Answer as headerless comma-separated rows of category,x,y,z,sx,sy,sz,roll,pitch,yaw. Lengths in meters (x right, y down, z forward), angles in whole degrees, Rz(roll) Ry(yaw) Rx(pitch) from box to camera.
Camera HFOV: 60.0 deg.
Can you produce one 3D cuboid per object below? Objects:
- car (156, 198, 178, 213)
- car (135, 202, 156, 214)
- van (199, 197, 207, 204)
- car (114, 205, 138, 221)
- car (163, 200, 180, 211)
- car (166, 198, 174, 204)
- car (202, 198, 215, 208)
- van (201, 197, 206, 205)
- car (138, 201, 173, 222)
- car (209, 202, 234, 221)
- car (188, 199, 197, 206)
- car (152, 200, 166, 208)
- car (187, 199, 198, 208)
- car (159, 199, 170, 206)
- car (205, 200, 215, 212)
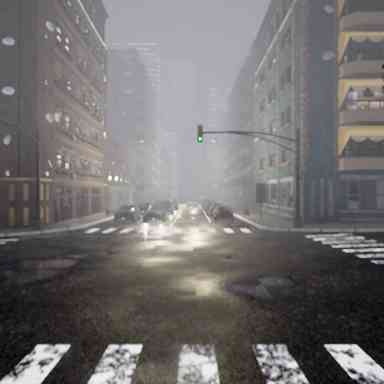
car,-3.046,1.841,39.158,1.837,1.490,4.892,0,-1,0
car,-5.643,1.914,40.582,1.947,1.339,4.313,0,-1,0
van,2.794,2.091,84.747,1.690,1.788,3.998,-1,-1,0
car,-5.658,1.817,29.535,1.947,1.339,4.313,0,0,0
car,-3.022,1.920,49.602,2.128,1.511,4.902,0,-1,0
car,-5.586,2.273,84.599,1.752,1.417,4.829,0,-1,0
car,2.745,1.942,46.082,1.887,1.381,4.507,0,-1,0
van,2.751,1.788,51.607,1.690,1.788,3.998,0,-1,0
car,-3.063,1.794,29.040,2.033,1.411,5.357,0,0,0
car,2.723,1.833,29.512,1.802,1.307,4.206,0,-1,0
car,0.092,2.220,69.006,1.895,1.301,4.718,0,-1,0
car,-5.621,2.041,57.152,1.887,1.381,4.507,0,-1,0
car,0.078,2.039,58.971,1.812,1.442,4.674,0,-1,0
car,-5.606,2.179,68.198,1.802,1.307,4.206,0,-1,0
car,2.731,1.865,35.036,1.947,1.339,4.313,0,-1,0
